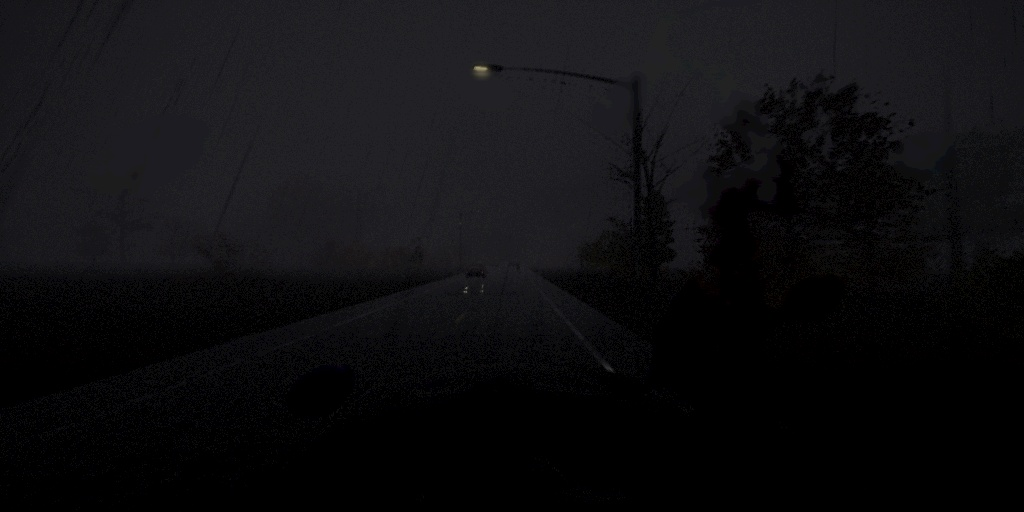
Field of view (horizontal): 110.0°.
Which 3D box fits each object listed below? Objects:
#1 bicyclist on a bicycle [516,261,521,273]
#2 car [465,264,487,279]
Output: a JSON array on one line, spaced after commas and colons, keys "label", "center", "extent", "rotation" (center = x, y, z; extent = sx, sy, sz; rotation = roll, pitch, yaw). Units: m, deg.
[{"label": "bicyclist on a bicycle", "center": [0.957, 1.599, 52.277], "extent": [0.866, 1.612, 1.509], "rotation": [0, -1, 0]}, {"label": "car", "center": [-3.573, 1.516, 36.524], "extent": [1.882, 1.535, 5.008], "rotation": [0, -1, 0]}]
